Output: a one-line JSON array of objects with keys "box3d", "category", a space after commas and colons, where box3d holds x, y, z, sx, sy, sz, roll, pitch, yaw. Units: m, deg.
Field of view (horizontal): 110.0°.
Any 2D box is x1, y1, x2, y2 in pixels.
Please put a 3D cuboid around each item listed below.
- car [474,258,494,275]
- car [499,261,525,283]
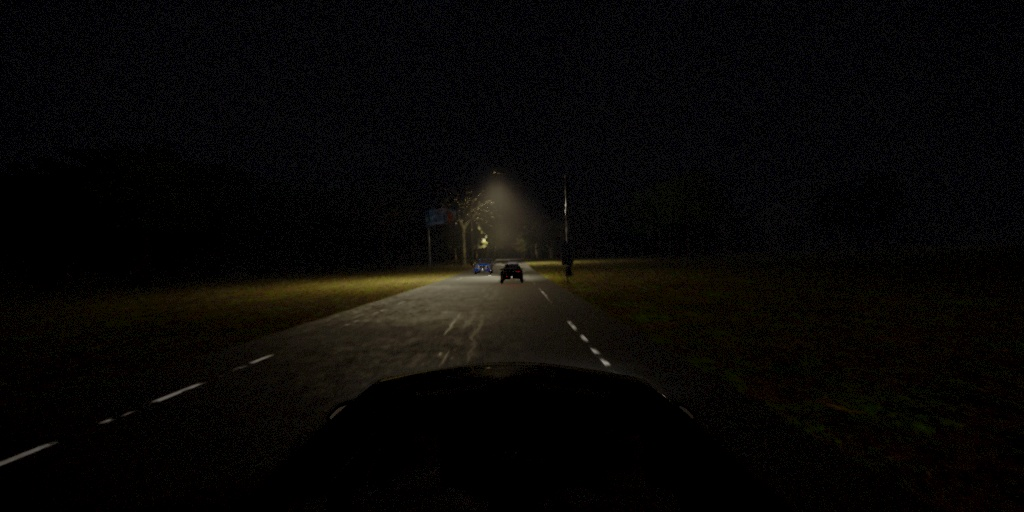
[{"box3d": [-3.522, 1.308, 45.572, 2.150, 2.045, 5.566, -1, 0, 0], "category": "car"}, {"box3d": [0.000, 1.418, 30.201, 1.837, 1.490, 4.892, -1, -1, 1], "category": "car"}]
